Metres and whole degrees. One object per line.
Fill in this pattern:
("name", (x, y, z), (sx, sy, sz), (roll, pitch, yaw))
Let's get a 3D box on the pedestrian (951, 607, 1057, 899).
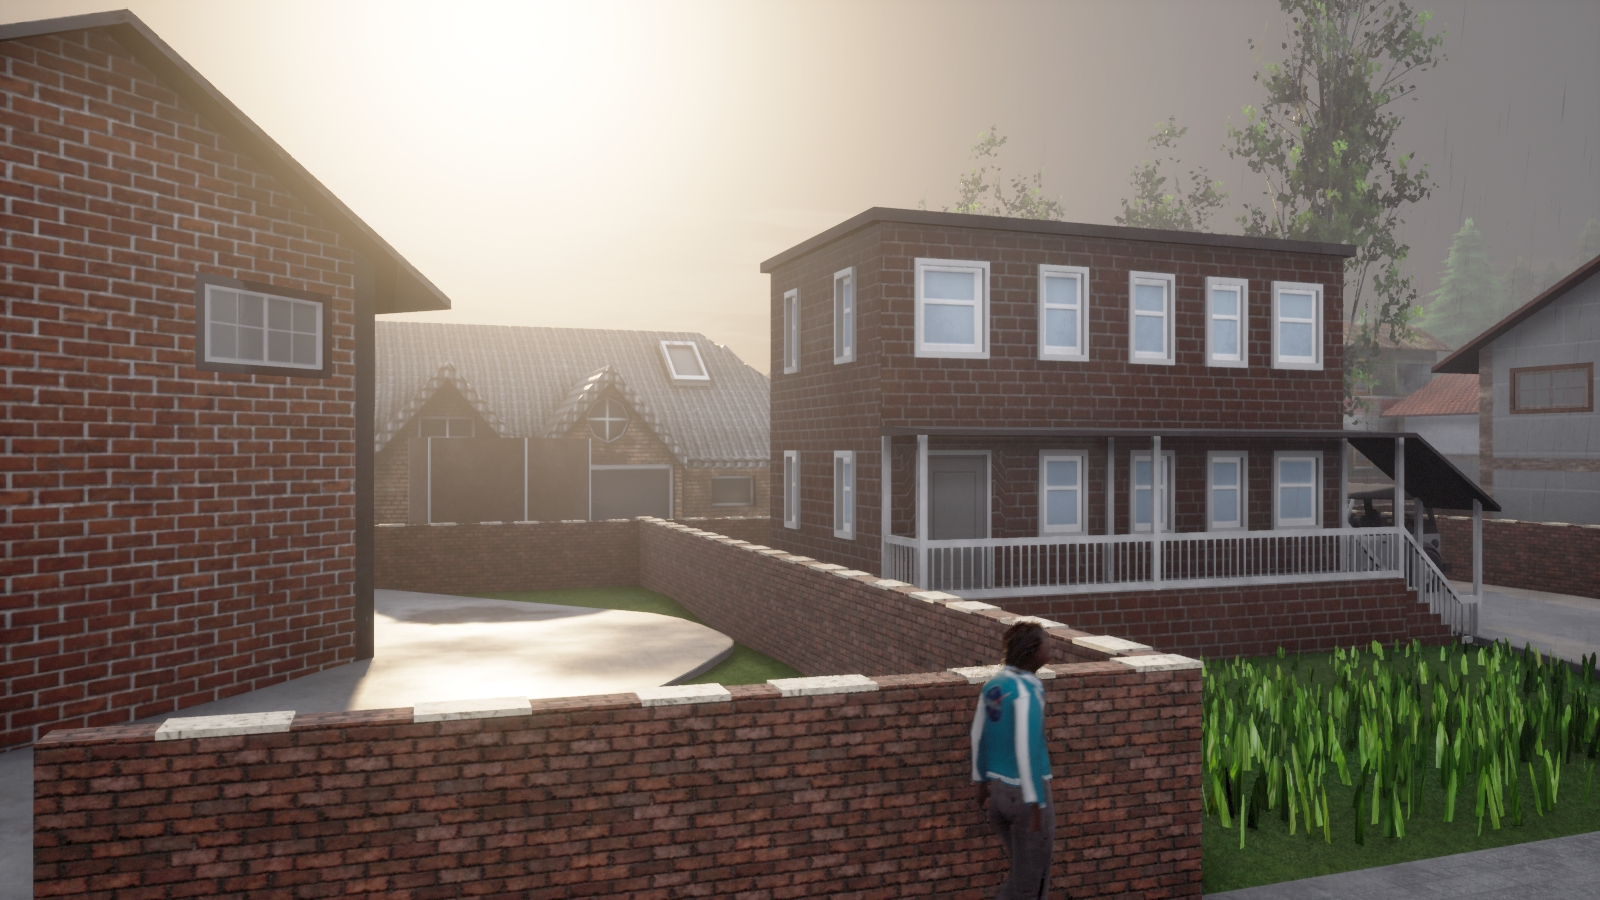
("pedestrian", (1.011, 1.748, 5.693), (0.375, 1.860, 0.375), (0, 0, -23))
